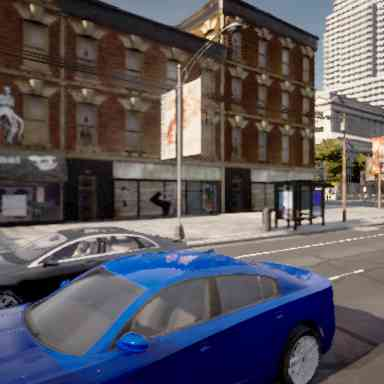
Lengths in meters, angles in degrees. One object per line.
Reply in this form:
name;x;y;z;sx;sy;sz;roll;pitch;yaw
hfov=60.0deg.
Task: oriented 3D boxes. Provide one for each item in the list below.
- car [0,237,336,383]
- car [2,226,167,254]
car;-0.442;1.477;3.682;5.008;1.535;1.882;0;0;-36
car;-2.280;1.490;6.670;4.902;1.511;2.128;0;0;-36
